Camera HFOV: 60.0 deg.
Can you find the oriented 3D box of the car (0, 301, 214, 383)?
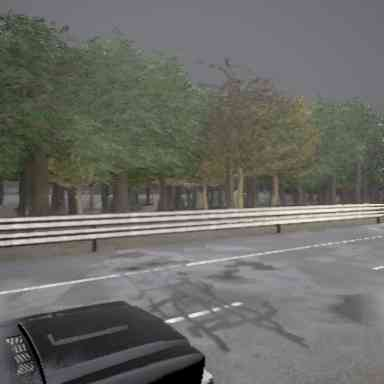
[{"bbox_3d":[-2.141,1.594,2.355,4.718,1.301,1.895,0,0,-35],"label":"car"}]
